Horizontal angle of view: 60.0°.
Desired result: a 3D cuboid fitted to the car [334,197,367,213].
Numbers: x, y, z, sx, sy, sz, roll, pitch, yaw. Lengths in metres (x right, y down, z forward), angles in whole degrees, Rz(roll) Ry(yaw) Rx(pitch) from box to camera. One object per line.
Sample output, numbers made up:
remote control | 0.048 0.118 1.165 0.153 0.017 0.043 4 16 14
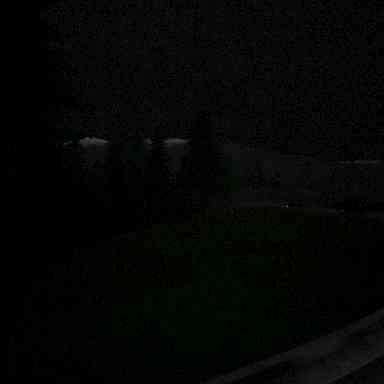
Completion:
car | 20.599 1.686 43.420 2.150 2.045 5.566 0 -1 0

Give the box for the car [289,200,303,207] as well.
car | 20.749 2.358 66.568 1.994 1.385 4.181 -1 -1 2
